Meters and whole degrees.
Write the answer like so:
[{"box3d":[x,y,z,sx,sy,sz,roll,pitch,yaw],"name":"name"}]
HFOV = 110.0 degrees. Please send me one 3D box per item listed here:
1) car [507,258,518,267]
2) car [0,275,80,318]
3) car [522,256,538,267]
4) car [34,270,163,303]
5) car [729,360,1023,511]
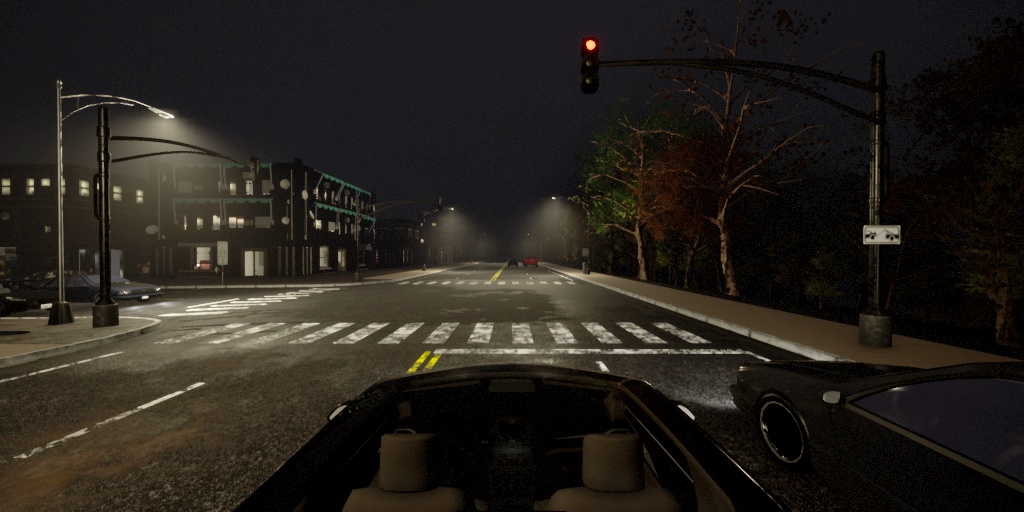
[{"box3d":[0.194,1.231,64.955,1.837,1.490,4.892,0,0,0],"name":"car"},{"box3d":[-19.931,1.565,13.688,4.313,1.339,1.948,0,0,0],"name":"car"},{"box3d":[3.440,0.948,63.902,2.150,2.045,5.566,0,0,0],"name":"car"},{"box3d":[-19.282,1.511,16.413,5.357,1.411,2.033,-1,1,3],"name":"car"},{"box3d":[3.326,1.297,1.696,2.033,1.411,5.357,0,0,3],"name":"car"}]
